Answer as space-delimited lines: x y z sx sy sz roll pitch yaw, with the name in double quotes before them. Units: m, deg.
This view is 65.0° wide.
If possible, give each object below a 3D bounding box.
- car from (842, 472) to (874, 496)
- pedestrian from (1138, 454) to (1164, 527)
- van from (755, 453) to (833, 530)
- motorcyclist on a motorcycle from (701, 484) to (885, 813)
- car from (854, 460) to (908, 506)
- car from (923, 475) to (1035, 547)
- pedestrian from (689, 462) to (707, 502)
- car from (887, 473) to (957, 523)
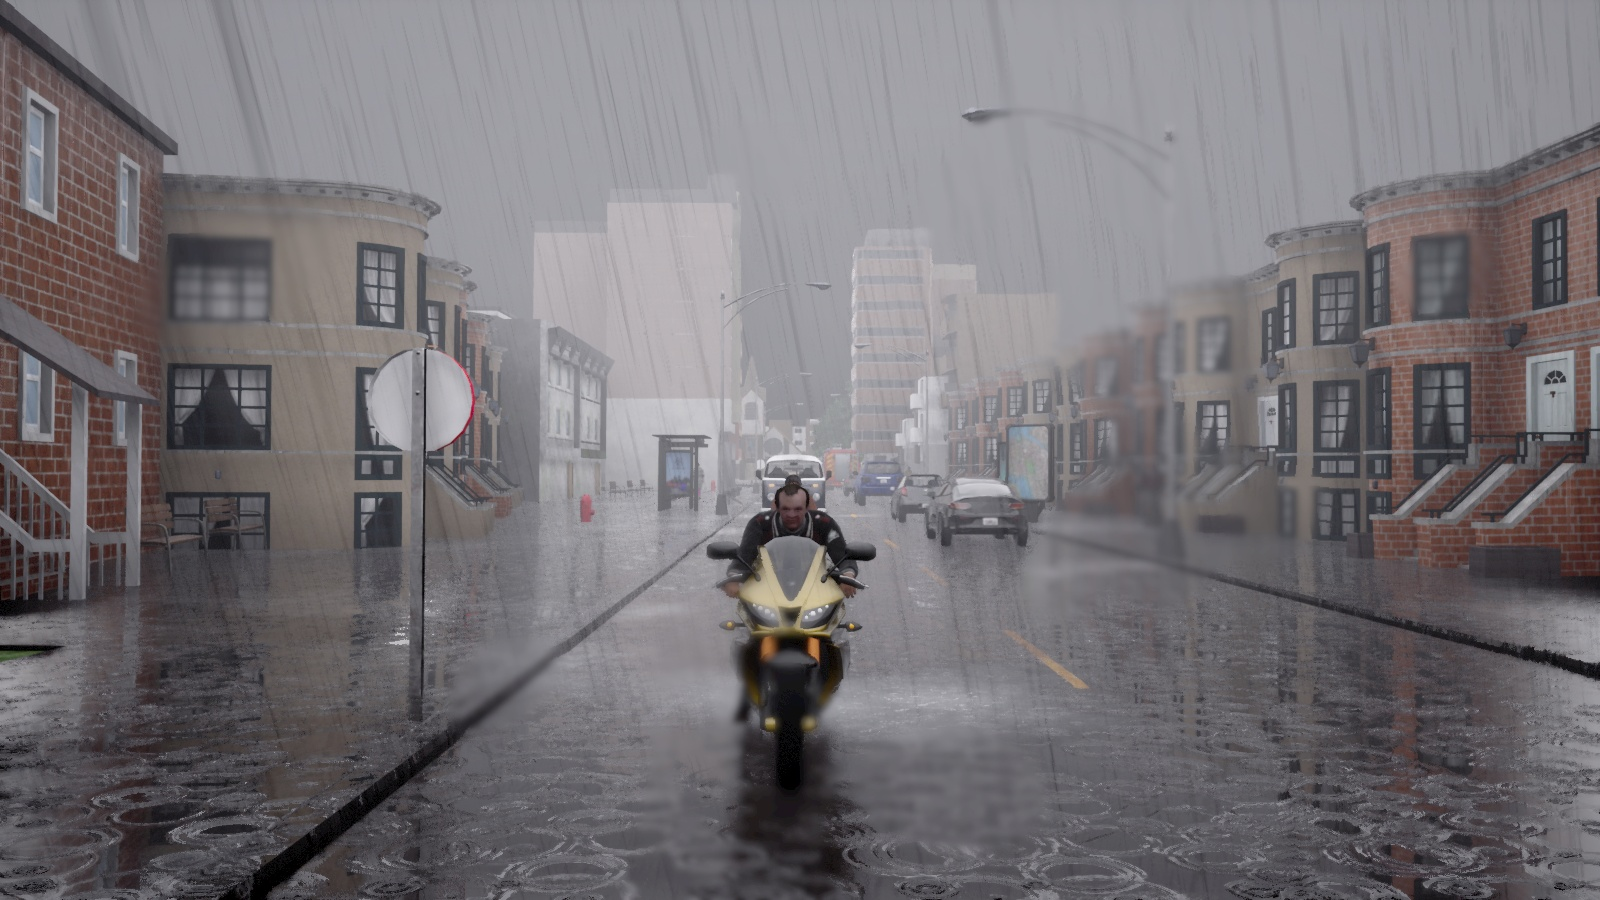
"car" 3.621 2.142 79.314 1.845 1.501 3.633 0 -1 0
"pedestrian" 9.070 1.031 32.441 0.376 1.854 0.720 0 -1 -7
"van" -0.169 1.135 35.581 2.069 2.038 4.480 0 -1 0
"motorcyclist on a motorcycle" -0.038 0.968 7.041 0.866 1.530 2.191 0 -1 0
"car" 3.727 1.503 58.778 2.150 2.045 5.566 0 -1 0
"car" 3.868 1.292 27.875 1.812 1.442 4.674 0 -1 0
"pedestrian" -5.075 1.590 62.412 0.659 1.952 0.873 0 -1 -19
"car" 3.814 1.479 39.771 1.845 1.501 3.633 0 -1 0
